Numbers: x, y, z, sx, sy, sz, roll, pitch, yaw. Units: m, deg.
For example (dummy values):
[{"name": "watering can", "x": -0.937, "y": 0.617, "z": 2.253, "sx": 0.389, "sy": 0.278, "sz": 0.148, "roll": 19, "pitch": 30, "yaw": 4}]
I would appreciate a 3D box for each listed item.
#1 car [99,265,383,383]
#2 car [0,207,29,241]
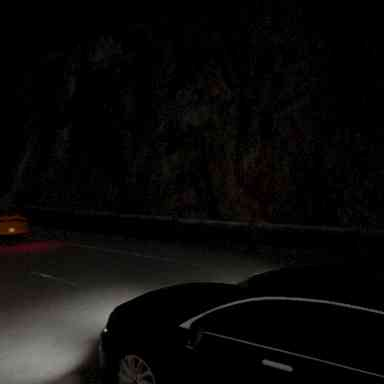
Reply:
[{"name": "car", "x": 1.176, "y": 1.503, "z": 3.153, "sx": 4.892, "sy": 1.490, "sz": 1.837, "roll": 0, "pitch": 0, "yaw": 35}, {"name": "car", "x": -9.336, "y": 1.371, "z": 14.948, "sx": 5.008, "sy": 1.535, "sz": 1.882, "roll": 1, "pitch": 0, "yaw": 35}]
